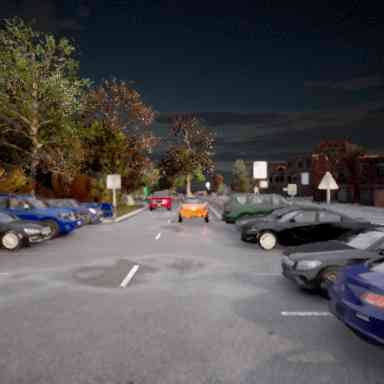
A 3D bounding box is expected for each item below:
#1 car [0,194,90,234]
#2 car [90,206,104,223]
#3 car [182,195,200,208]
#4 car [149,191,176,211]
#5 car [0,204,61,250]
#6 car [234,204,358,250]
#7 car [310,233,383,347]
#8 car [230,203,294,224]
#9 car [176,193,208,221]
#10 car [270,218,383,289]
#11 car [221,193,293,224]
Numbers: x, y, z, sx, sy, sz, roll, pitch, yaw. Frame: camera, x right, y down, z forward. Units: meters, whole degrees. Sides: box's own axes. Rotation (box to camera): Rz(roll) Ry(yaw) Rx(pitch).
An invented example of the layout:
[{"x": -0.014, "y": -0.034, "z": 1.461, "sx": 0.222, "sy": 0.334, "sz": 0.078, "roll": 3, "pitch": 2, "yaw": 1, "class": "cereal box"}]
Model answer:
[{"x": -8.126, "y": 1.116, "z": 15.837, "sx": 5.566, "sy": 2.045, "sz": 2.435, "roll": 0, "pitch": 0, "yaw": 0, "class": "car"}, {"x": -8.090, "y": 1.187, "z": 21.618, "sx": 4.553, "sy": 1.767, "sz": 2.185, "roll": 0, "pitch": 0, "yaw": 0, "class": "car"}, {"x": -0.240, "y": 1.170, "z": 41.111, "sx": 1.812, "sy": 1.442, "sz": 4.674, "roll": 0, "pitch": 1, "yaw": -5, "class": "car"}, {"x": -3.268, "y": 0.924, "z": 35.820, "sx": 2.150, "sy": 2.045, "sz": 5.566, "roll": 0, "pitch": 0, "yaw": 0, "class": "car"}, {"x": -8.161, "y": 1.389, "z": 13.139, "sx": 4.892, "sy": 1.521, "sz": 2.231, "roll": 0, "pitch": 0, "yaw": 0, "class": "car"}, {"x": 4.424, "y": 1.388, "z": 13.220, "sx": 5.008, "sy": 1.535, "sz": 2.097, "roll": 0, "pitch": 0, "yaw": 0, "class": "car"}, {"x": 4.414, "y": 1.487, "z": 4.744, "sx": 4.674, "sy": 1.452, "sz": 2.002, "roll": 0, "pitch": 0, "yaw": 0, "class": "car"}, {"x": 4.422, "y": 1.405, "z": 16.048, "sx": 4.674, "sy": 1.452, "sz": 2.002, "roll": 0, "pitch": 0, "yaw": 0, "class": "car"}, {"x": 0.106, "y": 1.160, "z": 25.020, "sx": 2.097, "sy": 1.767, "sz": 4.553, "roll": 0, "pitch": 0, "yaw": 0, "class": "car"}, {"x": 4.420, "y": 1.468, "z": 7.570, "sx": 4.674, "sy": 1.452, "sz": 2.002, "roll": 0, "pitch": 0, "yaw": 0, "class": "car"}, {"x": 4.448, "y": 1.091, "z": 18.871, "sx": 5.566, "sy": 2.045, "sz": 2.435, "roll": 0, "pitch": 0, "yaw": 0, "class": "car"}]
